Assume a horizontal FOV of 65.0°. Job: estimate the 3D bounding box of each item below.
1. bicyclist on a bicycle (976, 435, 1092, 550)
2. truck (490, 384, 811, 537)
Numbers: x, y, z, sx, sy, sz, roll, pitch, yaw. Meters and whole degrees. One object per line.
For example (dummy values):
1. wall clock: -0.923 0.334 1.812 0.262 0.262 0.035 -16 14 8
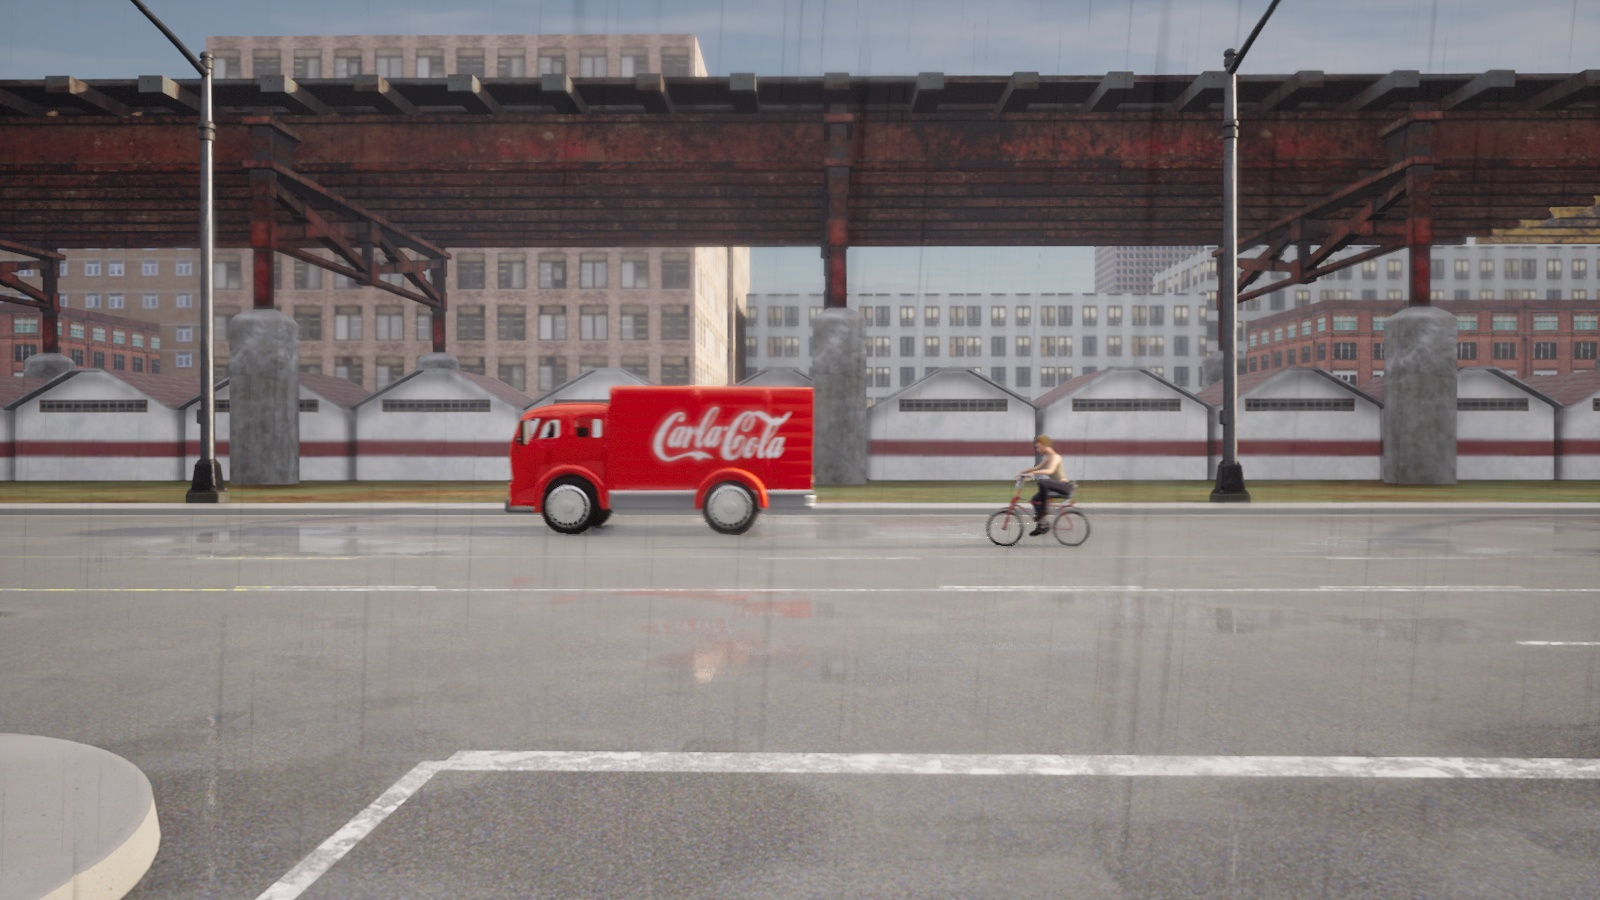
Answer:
1. bicyclist on a bicycle: 3.348 0.600 18.060 1.509 1.612 0.866 0 0 1
2. truck: -2.409 0.156 21.617 5.204 2.467 2.627 0 0 1
